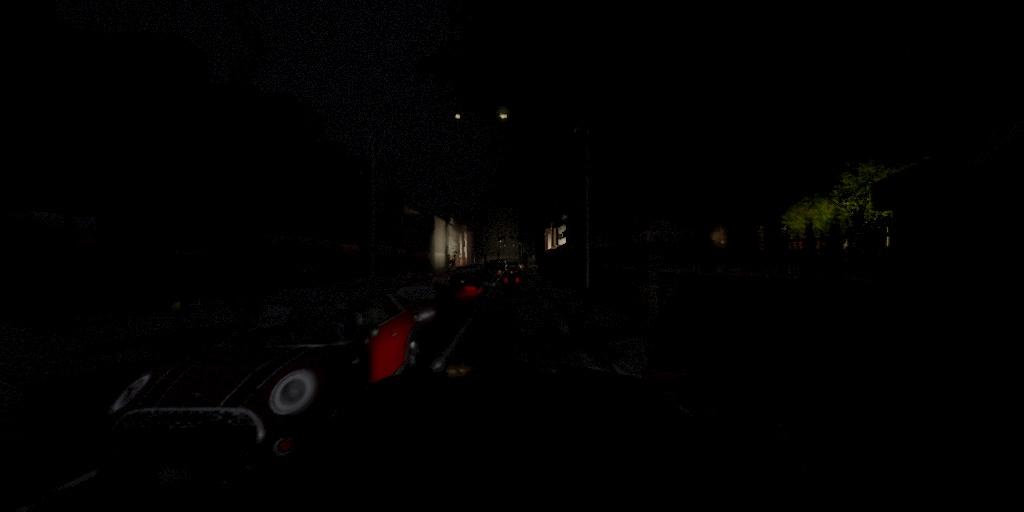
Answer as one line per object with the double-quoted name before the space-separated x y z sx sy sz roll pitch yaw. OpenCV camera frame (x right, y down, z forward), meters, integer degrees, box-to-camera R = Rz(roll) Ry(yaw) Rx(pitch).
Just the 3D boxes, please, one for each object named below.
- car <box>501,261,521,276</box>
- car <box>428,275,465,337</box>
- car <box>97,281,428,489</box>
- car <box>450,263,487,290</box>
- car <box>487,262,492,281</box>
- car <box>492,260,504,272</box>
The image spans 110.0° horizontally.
"car" 0.023 1.692 43.374 1.812 1.442 4.674 0 0 1
"car" -2.639 1.418 10.486 1.802 1.307 4.207 0 0 0
"car" -2.638 1.220 4.811 1.967 1.591 4.097 0 0 0
"car" -3.018 1.453 24.542 1.882 1.535 5.008 0 -1 0
"car" -3.025 1.549 31.541 1.837 1.490 4.892 0 -1 0
"car" -3.470 1.686 59.275 4.553 1.767 2.097 0 -1 36
